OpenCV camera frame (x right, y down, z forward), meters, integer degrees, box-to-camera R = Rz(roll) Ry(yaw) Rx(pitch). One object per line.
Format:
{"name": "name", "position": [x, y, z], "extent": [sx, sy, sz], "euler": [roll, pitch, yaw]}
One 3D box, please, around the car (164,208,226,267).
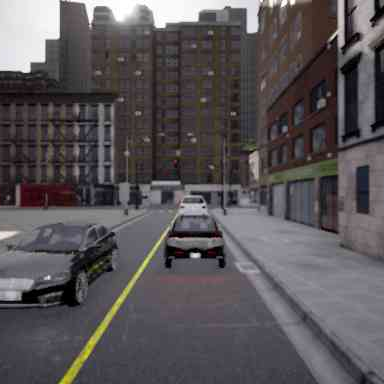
{"name": "car", "position": [0.094, 1.538, 11.583], "extent": [2.128, 1.511, 4.902], "euler": [0, 0, 0]}

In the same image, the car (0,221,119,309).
{"name": "car", "position": [-3.102, 1.524, 8.154], "extent": [2.128, 1.511, 4.902], "euler": [0, 0, 0]}

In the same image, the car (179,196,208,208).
{"name": "car", "position": [0.092, 1.317, 27.288], "extent": [2.150, 2.045, 5.566], "euler": [0, 0, 0]}
